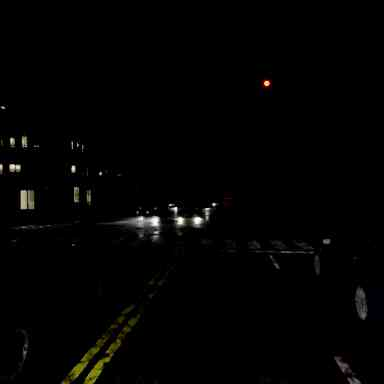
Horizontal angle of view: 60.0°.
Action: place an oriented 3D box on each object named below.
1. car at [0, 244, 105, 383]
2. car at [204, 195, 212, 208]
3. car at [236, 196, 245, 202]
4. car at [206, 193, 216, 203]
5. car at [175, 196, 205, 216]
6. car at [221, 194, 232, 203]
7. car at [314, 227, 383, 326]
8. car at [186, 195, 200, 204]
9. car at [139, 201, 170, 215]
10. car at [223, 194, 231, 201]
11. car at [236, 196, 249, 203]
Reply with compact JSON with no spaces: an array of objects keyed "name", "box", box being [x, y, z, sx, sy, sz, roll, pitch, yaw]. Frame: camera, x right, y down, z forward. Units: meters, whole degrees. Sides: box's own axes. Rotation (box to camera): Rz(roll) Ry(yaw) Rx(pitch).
[{"name":"car","box":[-2.939,1.563,5.263,1.994,1.385,4.181,0,0,6]},{"name":"car","box":[1.439,1.511,46.603,1.812,1.442,4.674,0,0,6]},{"name":"car","box":[11.503,1.564,78.975,1.895,1.301,4.718,0,0,6]},{"name":"car","box":[3.716,1.201,67.362,2.150,2.045,5.566,0,0,6]},{"name":"car","box":[-0.088,1.469,32.168,1.882,1.535,5.008,0,0,6]},{"name":"car","box":[7.170,1.479,68.924,1.837,1.490,4.892,0,0,6]},{"name":"car","box":[3.983,1.476,6.969,1.882,1.535,5.008,0,0,7]},{"name":"car","box":[0.287,1.469,65.855,2.128,1.511,4.902,0,0,7]},{"name":"car","box":[-3.684,1.593,33.019,1.895,1.301,4.718,0,0,11]},{"name":"car","box":[8.268,1.279,79.284,1.882,1.535,5.008,0,0,6]},{"name":"car","box":[10.283,1.522,66.471,2.033,1.411,5.357,0,0,6]}]
